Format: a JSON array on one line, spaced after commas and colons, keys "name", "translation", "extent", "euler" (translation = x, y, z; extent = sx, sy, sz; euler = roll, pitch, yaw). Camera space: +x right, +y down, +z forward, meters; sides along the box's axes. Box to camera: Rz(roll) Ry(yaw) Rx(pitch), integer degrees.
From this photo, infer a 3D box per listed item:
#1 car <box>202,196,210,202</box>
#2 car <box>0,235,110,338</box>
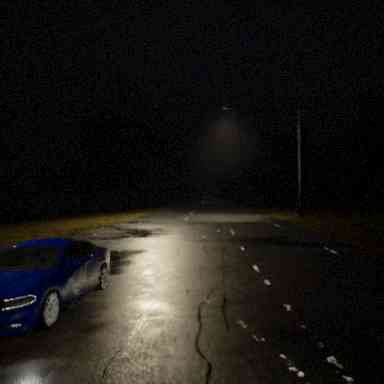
[{"name": "car", "translation": [3.985, 1.911, 93.853], "extent": [1.882, 1.535, 5.008], "euler": [0, 0, 10]}, {"name": "car", "translation": [-3.289, 1.795, 7.385], "extent": [1.882, 1.535, 5.008], "euler": [-2, -3, 2]}]
